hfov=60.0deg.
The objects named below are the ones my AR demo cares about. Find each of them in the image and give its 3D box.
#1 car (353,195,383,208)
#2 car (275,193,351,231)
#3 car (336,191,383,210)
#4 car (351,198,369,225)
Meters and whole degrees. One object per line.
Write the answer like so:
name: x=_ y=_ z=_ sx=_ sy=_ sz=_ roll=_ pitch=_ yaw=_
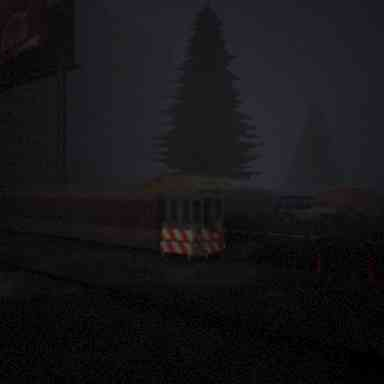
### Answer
car: x=24.228 y=1.269 z=45.191 sx=3.988 sy=1.617 sz=1.851 roll=0 pitch=0 yaw=35
car: x=6.811 y=1.136 z=19.386 sx=3.866 sy=1.878 sz=1.905 roll=0 pitch=0 yaw=35
car: x=21.105 y=1.099 z=41.913 sx=4.605 sy=1.855 sz=1.932 roll=0 pitch=0 yaw=35
car: x=8.749 y=1.326 z=21.445 sx=4.193 sy=1.474 sz=1.816 roll=0 pitch=0 yaw=35
